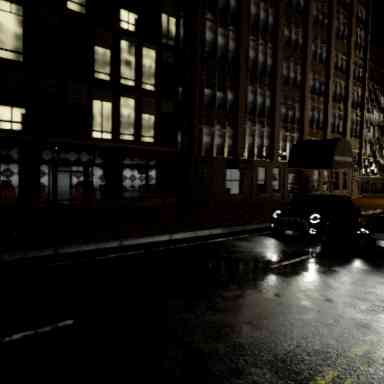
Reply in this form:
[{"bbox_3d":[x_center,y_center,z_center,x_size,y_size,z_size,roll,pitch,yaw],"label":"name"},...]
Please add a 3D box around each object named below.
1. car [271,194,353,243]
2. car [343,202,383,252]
[{"bbox_3d":[5.237,0.893,13.743,4.553,1.767,2.097,0,4,-43],"label":"car"},{"bbox_3d":[7.356,1.220,11.296,4.902,1.511,2.128,0,4,-43],"label":"car"}]
